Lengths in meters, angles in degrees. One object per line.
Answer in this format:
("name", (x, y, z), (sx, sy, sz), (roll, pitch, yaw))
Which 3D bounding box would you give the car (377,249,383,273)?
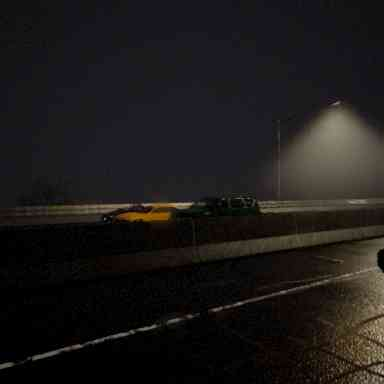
("car", (6.835, 1.601, 8.550), (4.718, 1.301, 1.895), (0, 0, -35))

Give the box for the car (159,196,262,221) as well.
("car", (1.340, 1.222, 17.765), (5.566, 2.045, 2.150), (0, 0, -35))

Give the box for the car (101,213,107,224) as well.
("car", (-3.976, 1.564, 22.584), (4.181, 1.385, 1.994), (0, 0, -35))

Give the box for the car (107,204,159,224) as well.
("car", (-2.097, 1.477, 19.627), (5.008, 1.535, 1.882), (0, 0, -35))
